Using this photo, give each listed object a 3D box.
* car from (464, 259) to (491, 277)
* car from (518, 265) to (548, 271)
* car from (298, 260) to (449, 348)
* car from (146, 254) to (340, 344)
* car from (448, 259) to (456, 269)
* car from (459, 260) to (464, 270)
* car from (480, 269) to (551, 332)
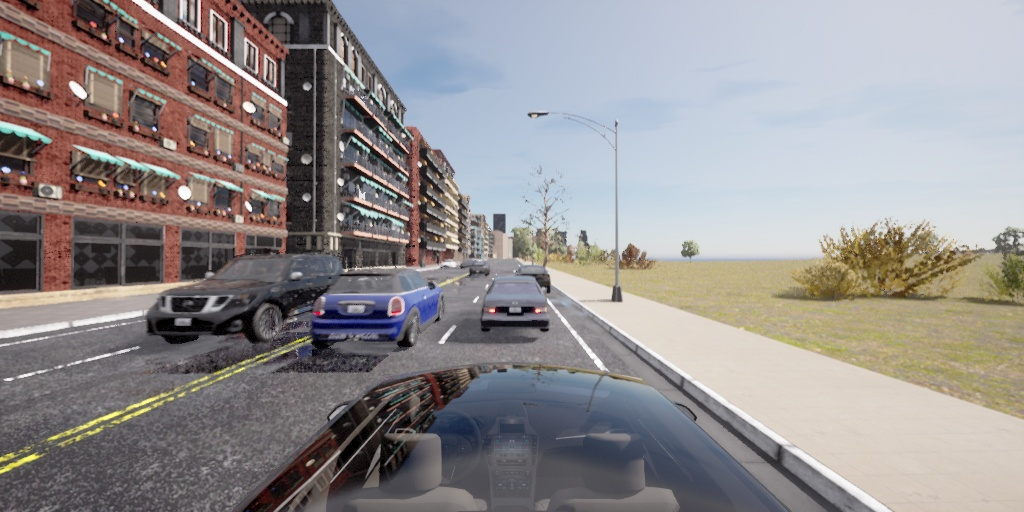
[{"bbox_3d":[-3.198,1.242,35.991,2.128,1.511,4.902,0,0,0],"label":"car"},{"bbox_3d":[1.111,1.229,20.626,1.882,1.535,5.008,0,0,0],"label":"car"},{"bbox_3d":[-3.162,1.103,9.396,2.097,1.767,4.553,0,0,0],"label":"car"},{"bbox_3d":[-6.611,0.972,9.965,2.150,2.045,5.566,0,0,0],"label":"car"},{"bbox_3d":[-9.916,1.273,56.051,1.812,1.442,4.674,0,0,0],"label":"car"},{"bbox_3d":[-6.666,1.252,53.489,1.837,1.490,4.892,0,0,0],"label":"car"},{"bbox_3d":[0.091,1.298,10.862,2.033,1.411,5.357,0,0,0],"label":"car"}]
